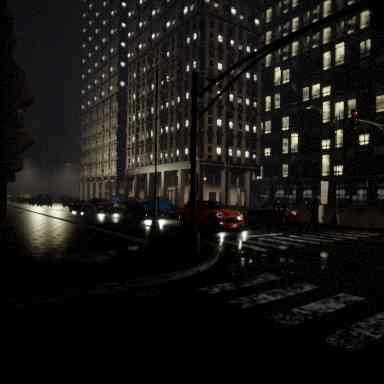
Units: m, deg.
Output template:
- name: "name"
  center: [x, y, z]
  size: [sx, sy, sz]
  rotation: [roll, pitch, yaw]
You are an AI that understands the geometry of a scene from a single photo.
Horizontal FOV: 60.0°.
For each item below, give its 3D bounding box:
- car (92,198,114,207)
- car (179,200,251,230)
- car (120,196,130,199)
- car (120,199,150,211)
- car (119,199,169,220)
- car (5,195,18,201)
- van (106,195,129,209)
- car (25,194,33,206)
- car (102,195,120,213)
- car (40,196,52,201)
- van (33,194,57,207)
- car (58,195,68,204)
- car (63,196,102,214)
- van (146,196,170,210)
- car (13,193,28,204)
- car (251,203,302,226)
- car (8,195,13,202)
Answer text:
- name: "car"
  center: [-13.873, 1.586, 51.574]
  size: [1.947, 1.339, 4.313]
  rotation: [1, -1, -35]
- name: "car"
  center: [1.111, 1.303, 20.509]
  size: [2.097, 1.767, 4.553]
  rotation: [1, -1, -35]
- name: "car"
  center: [-7.605, 1.478, 38.290]
  size: [2.128, 1.511, 4.902]
  rotation: [1, -1, -35]
- name: "car"
  center: [-7.327, 1.584, 42.366]
  size: [2.008, 1.369, 4.403]
  rotation: [1, -1, -35]
- name: "car"
  center: [-4.094, 1.502, 27.823]
  size: [1.994, 1.385, 4.181]
  rotation: [1, -1, -35]
- name: "car"
  center: [-40.336, 1.377, 74.344]
  size: [2.008, 1.369, 4.403]
  rotation: [1, -1, -35]
- name: "van"
  center: [-10.596, 1.368, 46.973]
  size: [1.690, 1.788, 3.998]
  rotation: [1, -1, -35]
- name: "car"
  center: [-23.975, 1.432, 51.324]
  size: [1.802, 1.307, 4.206]
  rotation: [1, -1, -35]
- name: "car"
  center: [-9.960, 1.402, 36.090]
  size: [1.882, 1.535, 5.008]
  rotation: [1, -1, -36]
- name: "car"
  center: [-36.781, 1.570, 83.802]
  size: [1.802, 1.307, 4.206]
  rotation: [1, -1, -35]
- name: "van"
  center: [-20.698, 1.197, 46.722]
  size: [1.690, 1.788, 3.998]
  rotation: [1, -1, -35]
- name: "car"
  center: [-15.950, 1.404, 44.585]
  size: [2.128, 1.511, 4.902]
  rotation: [1, -1, -35]
- name: "car"
  center: [-10.884, 1.427, 32.908]
  size: [2.008, 1.369, 4.403]
  rotation: [1, -1, -35]
- name: "van"
  center: [-4.051, 1.382, 37.764]
  size: [1.690, 1.788, 3.998]
  rotation: [1, -1, -35]
- name: "car"
  center: [-30.515, 1.155, 60.535]
  size: [2.192, 1.841, 5.009]
  rotation: [1, -1, -35]
- name: "car"
  center: [5.765, 1.505, 23.951]
  size: [1.967, 1.590, 4.097]
  rotation: [1, -1, -35]
- name: "car"
  center: [-37.064, 1.396, 69.740]
  size: [1.947, 1.339, 4.313]
  rotation: [1, -1, -35]
